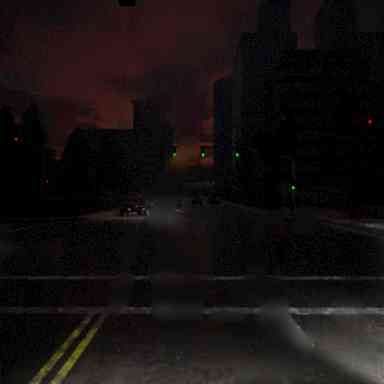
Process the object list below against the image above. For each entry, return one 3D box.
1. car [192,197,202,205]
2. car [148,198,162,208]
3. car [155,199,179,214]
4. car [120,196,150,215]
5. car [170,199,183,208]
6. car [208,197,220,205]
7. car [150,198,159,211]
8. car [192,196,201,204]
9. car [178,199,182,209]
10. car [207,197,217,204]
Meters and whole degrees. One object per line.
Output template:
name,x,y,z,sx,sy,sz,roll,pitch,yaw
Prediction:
car,1.107,1.987,67.936,1.994,1.385,4.181,0,0,1
car,-6.182,1.858,56.636,1.837,1.490,4.892,0,0,0
car,-2.859,1.843,38.805,1.895,1.301,4.718,0,0,1
car,-6.379,1.450,36.698,2.150,2.045,5.566,0,0,1
car,-2.664,1.908,57.931,2.033,1.411,5.357,0,0,1
car,4.602,1.964,66.927,2.033,1.411,5.357,0,0,1
car,-6.286,1.782,46.577,2.128,1.511,4.902,0,0,1
car,1.086,1.831,76.545,2.097,1.767,4.553,0,0,1
car,-2.775,1.861,47.607,1.994,1.385,4.181,0,0,1
car,4.588,1.955,76.750,1.882,1.535,5.008,0,0,1
